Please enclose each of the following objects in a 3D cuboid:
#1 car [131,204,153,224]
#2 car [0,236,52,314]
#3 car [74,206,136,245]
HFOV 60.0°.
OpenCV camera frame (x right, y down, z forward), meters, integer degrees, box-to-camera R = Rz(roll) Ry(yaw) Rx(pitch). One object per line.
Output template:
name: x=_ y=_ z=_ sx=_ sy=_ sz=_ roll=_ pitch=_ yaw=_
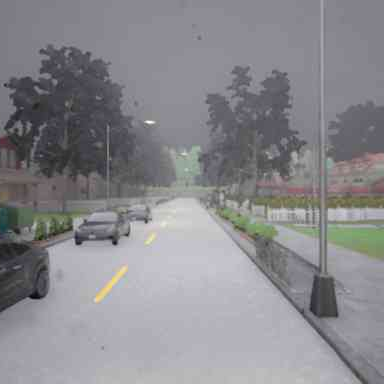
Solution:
car: x=-4.202 y=1.675 z=26.461 sx=1.812 sy=1.442 sz=4.674 roll=0 pitch=0 yaw=0
car: x=-4.102 y=1.568 z=5.898 sx=1.812 sy=1.442 sz=4.674 roll=0 pitch=0 yaw=0
car: x=-4.165 y=1.621 z=16.190 sx=1.812 sy=1.442 sz=4.674 roll=0 pitch=0 yaw=0
